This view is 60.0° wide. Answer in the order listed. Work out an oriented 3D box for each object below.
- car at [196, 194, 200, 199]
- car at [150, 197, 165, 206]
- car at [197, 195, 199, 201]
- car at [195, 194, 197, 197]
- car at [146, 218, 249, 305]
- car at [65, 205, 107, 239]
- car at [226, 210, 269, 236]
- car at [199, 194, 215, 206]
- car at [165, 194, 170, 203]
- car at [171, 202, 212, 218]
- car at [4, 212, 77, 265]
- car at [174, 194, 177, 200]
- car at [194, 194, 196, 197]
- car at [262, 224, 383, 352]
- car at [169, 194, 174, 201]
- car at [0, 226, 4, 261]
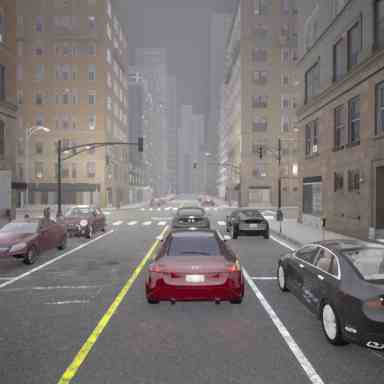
[{"bbox_3d":[2.552,1.518,75.886,1.967,1.590,4.097,0,0,0],"label":"car"},{"bbox_3d":[-5.903,1.613,54.221,1.802,1.307,4.206,0,0,0],"label":"car"},{"bbox_3d":[2.588,1.601,65.068,2.008,1.369,4.403,0,0,0],"label":"car"},{"bbox_3d":[2.517,1.553,86.704,1.967,1.590,4.097,0,0,0],"label":"car"},{"bbox_3d":[0.042,1.563,8.156,1.994,1.385,4.181,0,0,-1],"label":"car"},{"bbox_3d":[-5.752,1.439,17.118,1.967,1.590,4.097,0,0,0],"label":"car"},{"bbox_3d":[2.773,1.565,17.160,1.947,1.339,4.313,0,0,0],"label":"car"},{"bbox_3d":[2.621,1.471,54.250,1.967,1.590,4.097,0,0,0],"label":"car"},{"bbox_3d":[-5.937,1.601,65.037,2.008,1.369,4.403,0,0,0],"label":"car"},{"bbox_3d":[-0.046,1.504,17.069,1.837,1.490,4.892,0,0,0],"label":"car"},{"bbox_3d":[-5.725,1.581,11.617,1.802,1.307,4.206,0,0,0],"label":"car"},{"bbox_3d":[-6.025,1.449,92.081,2.192,1.841,5.009,0,0,0],"label":"car"},{"bbox_3d":[2.499,1.449,92.113,2.192,1.841,5.009,0,0,0],"label":"car"},{"bbox_3d":[2.828,1.550,6.158,2.008,1.369,4.403,0,0,0],"label":"car"},{"bbox_3d":[-5.989,1.619,81.093,1.752,1.417,4.829,0,0,0],"label":"car"},{"bbox_3d":[-5.697,1.565,6.115,1.947,1.339,4.313,0,0,0],"label":"car"}]
